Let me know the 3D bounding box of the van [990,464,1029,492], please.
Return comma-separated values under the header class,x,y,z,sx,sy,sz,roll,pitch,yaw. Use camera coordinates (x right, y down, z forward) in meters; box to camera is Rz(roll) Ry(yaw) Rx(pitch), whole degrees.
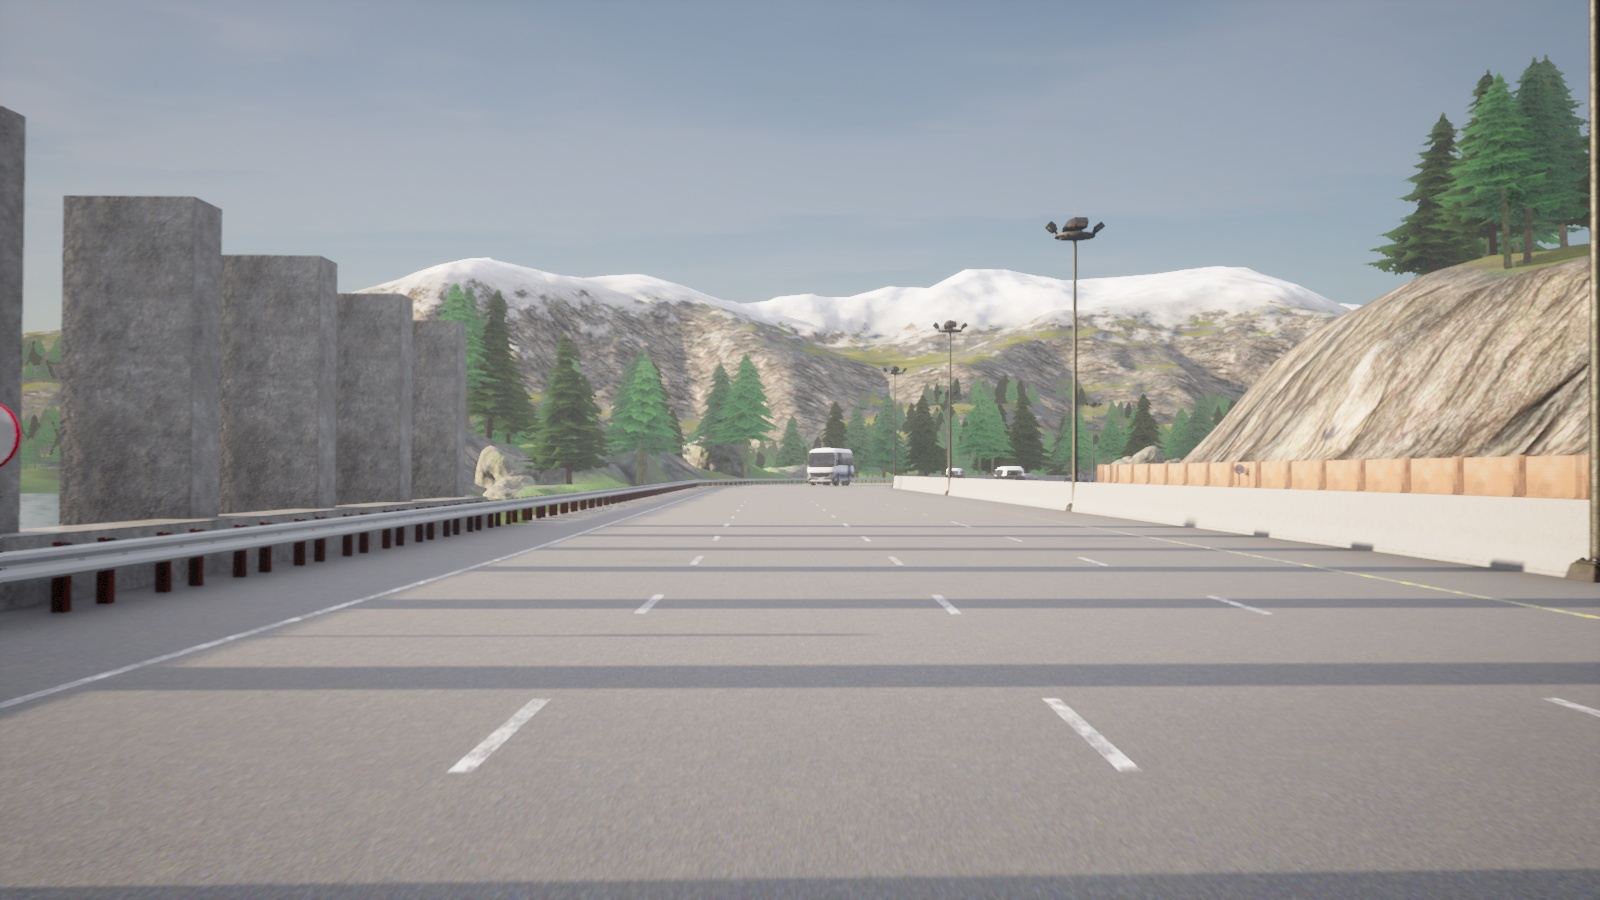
class,x,y,z,sx,sy,sz,roll,pitch,yaw
van,15.718,2.122,94.529,2.069,2.038,4.480,0,-1,-1
